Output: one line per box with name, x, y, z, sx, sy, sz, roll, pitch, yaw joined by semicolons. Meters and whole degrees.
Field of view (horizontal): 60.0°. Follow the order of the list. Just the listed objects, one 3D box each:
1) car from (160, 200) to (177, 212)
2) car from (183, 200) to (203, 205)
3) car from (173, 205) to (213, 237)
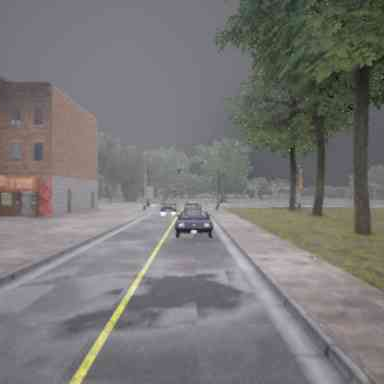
car;-2.788;1.685;40.977;2.033;1.411;5.357;0;0;0
car;0.095;1.590;35.288;2.128;1.511;4.902;0;0;0
car;0.096;1.621;18.118;1.895;1.301;4.718;0;0;0
